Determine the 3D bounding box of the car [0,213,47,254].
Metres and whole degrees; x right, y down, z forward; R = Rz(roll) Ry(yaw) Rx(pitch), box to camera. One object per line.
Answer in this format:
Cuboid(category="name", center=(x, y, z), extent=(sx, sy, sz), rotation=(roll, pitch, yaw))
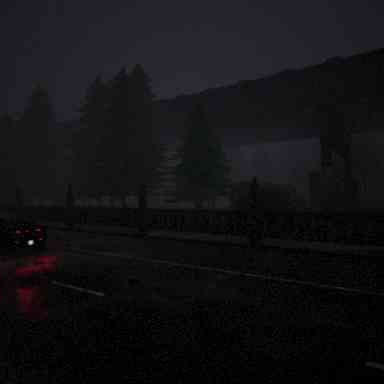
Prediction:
Cuboid(category="car", center=(-8.015, 1.644, 13.889), extent=(4.892, 1.490, 1.837), rotation=(0, 0, 36))
